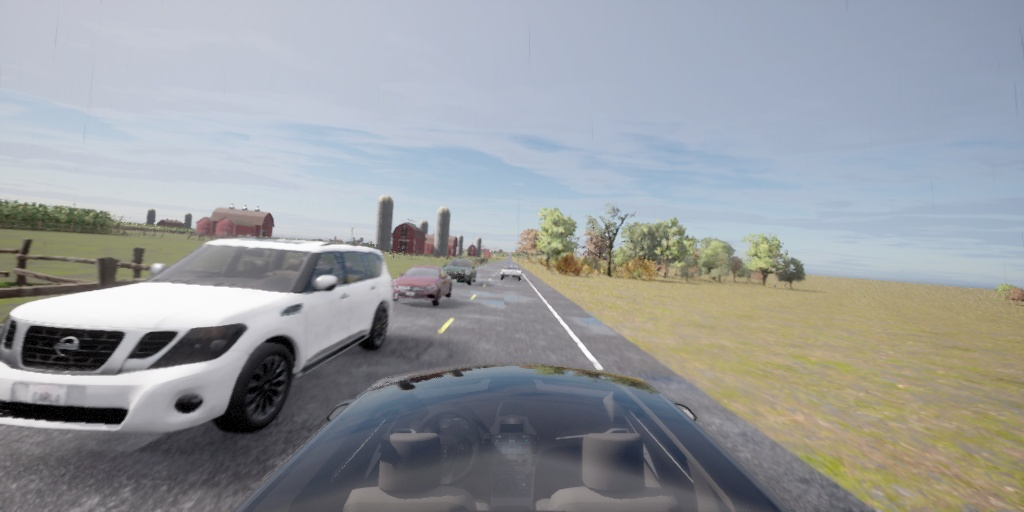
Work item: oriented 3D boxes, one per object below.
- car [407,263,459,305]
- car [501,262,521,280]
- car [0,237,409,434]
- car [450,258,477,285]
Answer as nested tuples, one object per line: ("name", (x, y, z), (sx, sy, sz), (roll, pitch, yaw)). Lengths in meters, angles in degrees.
("car", (-3.655, 1.115, 15.217), (1.812, 1.442, 4.674), (4, 0, -1))
("car", (-0.089, 1.596, 35.102), (1.895, 1.301, 4.718), (4, 0, 0))
("car", (-3.577, 0.744, 5.532), (2.150, 2.045, 5.566), (4, -1, 0))
("car", (-3.693, 1.015, 25.456), (2.097, 1.767, 4.553), (4, 0, 0))
